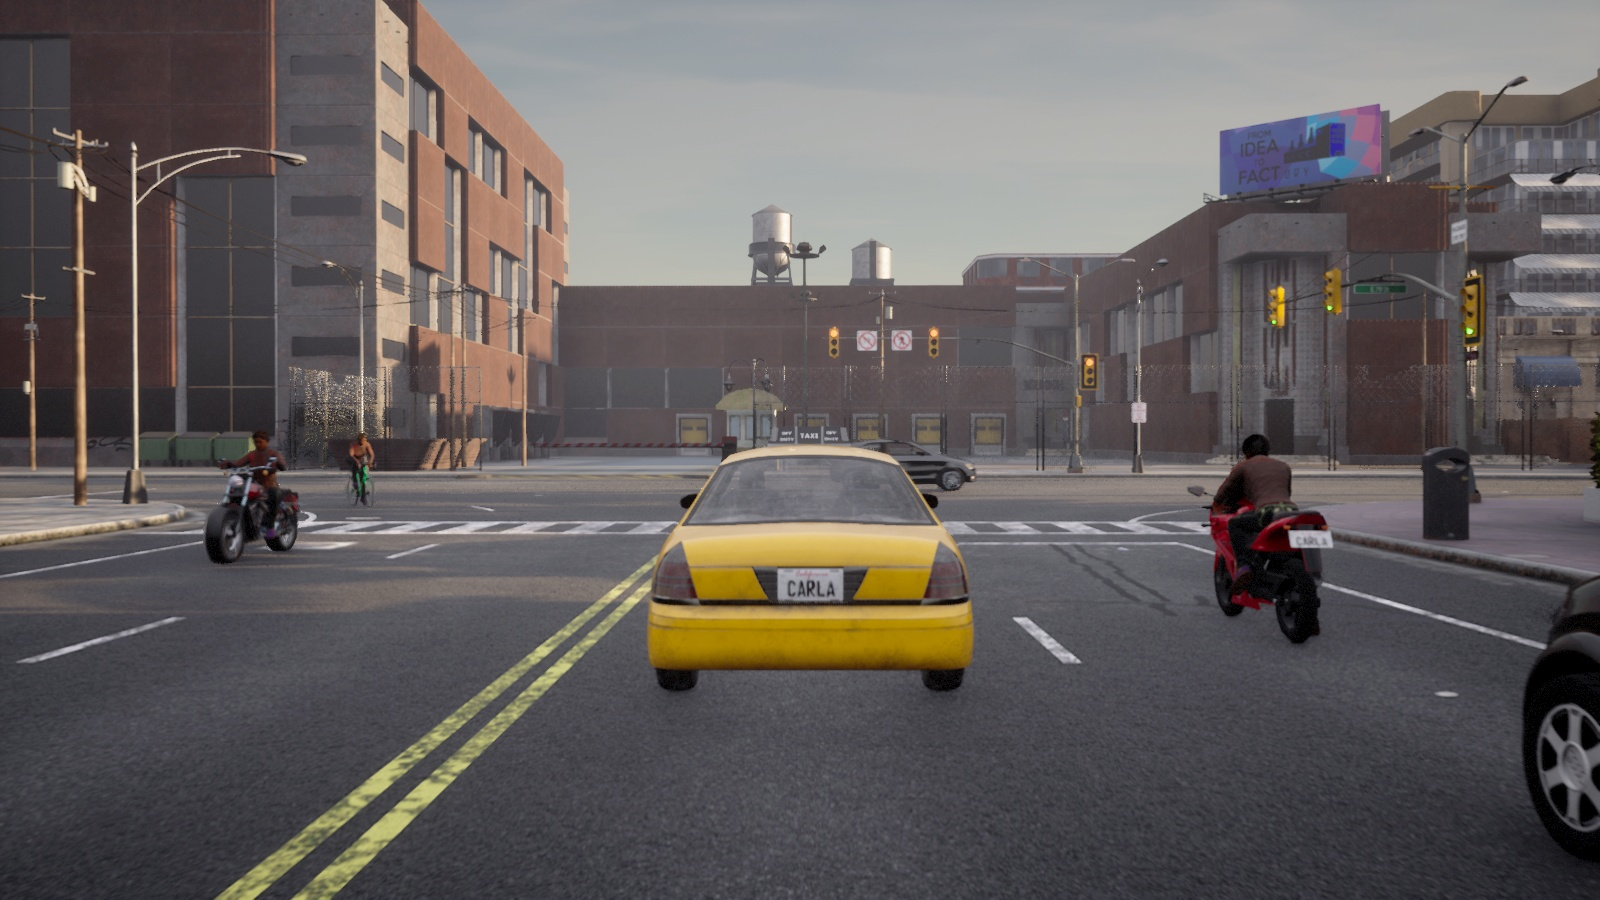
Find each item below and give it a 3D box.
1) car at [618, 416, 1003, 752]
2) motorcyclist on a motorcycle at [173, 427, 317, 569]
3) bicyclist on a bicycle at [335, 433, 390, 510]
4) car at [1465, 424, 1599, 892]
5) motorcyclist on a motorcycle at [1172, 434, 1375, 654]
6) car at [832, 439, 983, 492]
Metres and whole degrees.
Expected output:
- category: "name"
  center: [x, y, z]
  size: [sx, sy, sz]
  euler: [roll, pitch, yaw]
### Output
- category: "car"
  center: [0.063, 0.606, 8.572]
  size: [1.801, 1.575, 5.366]
  euler: [0, 1, 0]
- category: "motorcyclist on a motorcycle"
  center: [-6.886, 0.546, 15.736]
  size: [0.766, 1.649, 2.350]
  euler: [0, 1, 0]
- category: "bicyclist on a bicycle"
  center: [-9.565, 0.438, 27.409]
  size: [0.582, 1.620, 1.656]
  euler: [-2, 2, -39]
- category: "car"
  center: [3.530, 0.698, 3.145]
  size: [1.789, 1.549, 3.705]
  euler: [0, 1, 1]
- category: "motorcyclist on a motorcycle"
  center: [3.570, 0.641, 9.693]
  size: [0.797, 1.523, 2.044]
  euler: [0, 1, 0]
- category: "car"
  center: [3.019, 0.431, 35.892]
  size: [4.193, 1.474, 1.816]
  euler: [0, 1, 1]
